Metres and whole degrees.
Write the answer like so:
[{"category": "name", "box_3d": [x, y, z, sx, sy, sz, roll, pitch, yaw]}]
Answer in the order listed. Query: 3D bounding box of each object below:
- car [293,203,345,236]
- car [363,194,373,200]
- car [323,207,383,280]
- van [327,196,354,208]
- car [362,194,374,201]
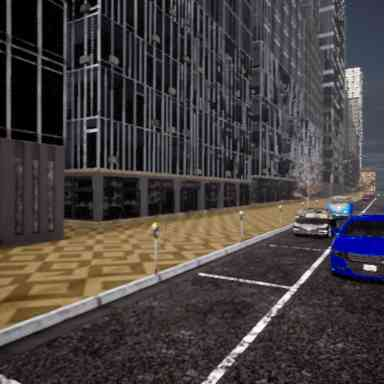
[{"category": "car", "box_3d": [6.415, 1.470, 17.070, 2.008, 1.369, 4.403, 1, 0, 30]}, {"category": "car", "box_3d": [40.413, 1.213, 76.322, 1.802, 1.307, 4.206, 1, 1, 30]}, {"category": "car", "box_3d": [5.313, 1.444, 9.739, 1.882, 1.535, 5.008, 1, 1, 30]}, {"category": "van", "box_3d": [12.083, 1.223, 26.943, 1.690, 1.788, 3.998, 1, 1, 30]}, {"category": "car", "box_3d": [37.580, 1.205, 71.383, 1.887, 1.381, 4.507, 1, 1, 30]}]
